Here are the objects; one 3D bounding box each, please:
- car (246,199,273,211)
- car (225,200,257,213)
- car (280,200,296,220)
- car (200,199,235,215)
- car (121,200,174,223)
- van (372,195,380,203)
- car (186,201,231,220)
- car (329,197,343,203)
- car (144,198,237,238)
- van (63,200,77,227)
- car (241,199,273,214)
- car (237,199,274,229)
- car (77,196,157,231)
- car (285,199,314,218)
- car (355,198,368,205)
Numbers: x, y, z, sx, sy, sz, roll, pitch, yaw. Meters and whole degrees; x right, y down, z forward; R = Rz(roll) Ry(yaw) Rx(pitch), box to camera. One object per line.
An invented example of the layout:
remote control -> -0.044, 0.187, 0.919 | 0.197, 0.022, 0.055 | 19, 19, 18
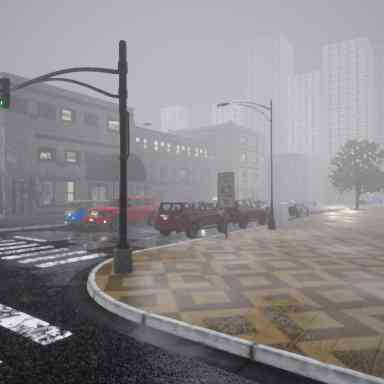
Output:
car -> 9.237, 1.722, 45.198 | 2.008, 1.369, 4.403 | -1, -1, 35
car -> 6.042, 1.701, 40.691 | 2.008, 1.369, 4.403 | -1, -1, 35
car -> 6.490, 1.616, 26.834 | 1.887, 1.381, 4.507 | -1, -1, 35
car -> 2.847, 1.570, 36.187 | 1.967, 1.590, 4.097 | -1, -1, 35
car -> -3.543, 1.531, 27.173 | 1.967, 1.590, 4.097 | -1, -1, 35
van -> 44.828, 1.693, 80.914 | 1.690, 1.788, 3.998 | -1, -1, 35
car -> 1.550, 1.622, 29.858 | 1.812, 1.442, 4.674 | 0, 0, 36
car -> 34.796, 1.915, 81.249 | 2.008, 1.369, 4.403 | -1, -1, 35
car -> 0.099, 1.350, 17.823 | 2.192, 1.841, 5.009 | -1, -1, 35
van -> -6.738, 1.414, 22.668 | 1.690, 1.788, 3.998 | -1, 0, 35
car -> 7.581, 1.639, 38.355 | 1.837, 1.490, 4.892 | 0, 0, 36
car -> 3.294, 1.368, 22.330 | 2.192, 1.841, 5.009 | -1, -1, 35
car -> -4.285, 1.285, 21.647 | 2.150, 2.045, 5.566 | 0, 0, 35
car -> 9.686, 1.657, 31.341 | 1.947, 1.339, 4.313 | -1, -1, 35
car -> 32.050, 1.801, 62.885 | 2.008, 1.369, 4.403 | -1, -1, 35
